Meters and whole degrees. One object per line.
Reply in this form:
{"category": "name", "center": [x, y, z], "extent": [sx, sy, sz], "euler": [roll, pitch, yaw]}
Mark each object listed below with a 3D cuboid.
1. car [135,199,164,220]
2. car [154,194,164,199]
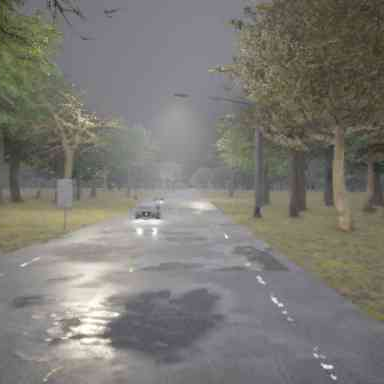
{"category": "car", "center": [-3.629, 1.557, 28.362], "extent": [1.994, 1.385, 4.181], "euler": [0, 0, -1]}
{"category": "car", "center": [-6.828, 1.183, 69.288], "extent": [1.994, 1.385, 4.181], "euler": [0, 1, -5]}
